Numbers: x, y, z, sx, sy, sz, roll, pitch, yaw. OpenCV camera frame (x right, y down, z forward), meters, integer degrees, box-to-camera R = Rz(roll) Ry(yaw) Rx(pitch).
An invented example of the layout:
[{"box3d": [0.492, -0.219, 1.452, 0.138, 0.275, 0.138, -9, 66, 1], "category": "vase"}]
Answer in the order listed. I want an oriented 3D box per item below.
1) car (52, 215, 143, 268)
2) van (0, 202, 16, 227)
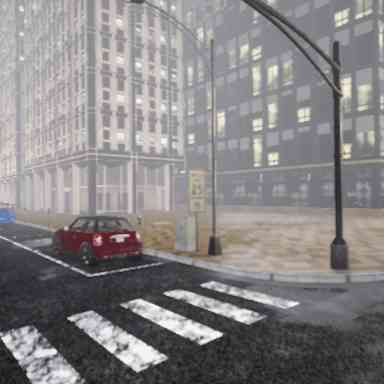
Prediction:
[{"box3d": [-3.498, 1.539, 11.881, 1.967, 1.590, 4.097, 0, -1, -40], "category": "car"}, {"box3d": [-14.440, 1.648, 24.821, 1.690, 1.788, 3.998, 0, -1, -40], "category": "van"}]
